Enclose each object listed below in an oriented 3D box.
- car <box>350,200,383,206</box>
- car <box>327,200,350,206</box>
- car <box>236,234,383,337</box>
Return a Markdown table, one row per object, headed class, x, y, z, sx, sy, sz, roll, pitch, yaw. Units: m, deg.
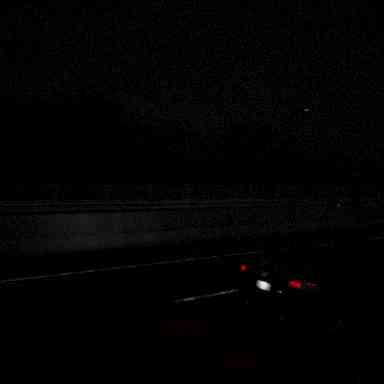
| class | x | y | z | sx | sy | sz | roll | pitch | yaw |
| --- | --- | --- | --- | --- | --- | --- | --- | --- | --- |
| car | 19.970 | 1.585 | 36.731 | 4.181 | 1.385 | 1.994 | 0 | 0 | -30 |
| car | 18.339 | 1.610 | 39.827 | 4.718 | 1.301 | 1.895 | 0 | 0 | -30 |
| car | 2.946 | 1.561 | 6.655 | 4.181 | 1.385 | 1.994 | 0 | 0 | -30 |
